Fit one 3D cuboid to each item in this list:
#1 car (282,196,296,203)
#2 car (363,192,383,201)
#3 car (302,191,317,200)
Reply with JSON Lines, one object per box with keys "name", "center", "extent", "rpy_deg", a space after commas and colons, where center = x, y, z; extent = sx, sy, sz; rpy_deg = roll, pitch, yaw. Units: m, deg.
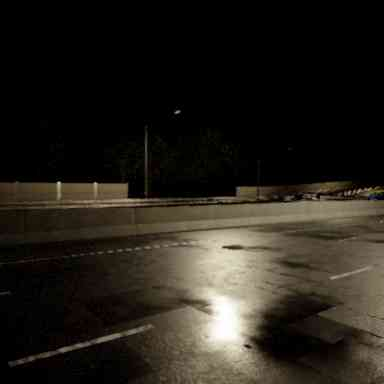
{"name": "car", "center": [19.285, 1.496, 66.197], "extent": [2.128, 1.511, 4.902], "rpy_deg": [0, 0, 32]}
{"name": "car", "center": [31.279, 1.090, 56.229], "extent": [5.566, 2.045, 2.150], "rpy_deg": [0, 0, -35]}
{"name": "car", "center": [28.126, 0.844, 79.275], "extent": [2.150, 2.045, 5.566], "rpy_deg": [0, 2, 36]}
